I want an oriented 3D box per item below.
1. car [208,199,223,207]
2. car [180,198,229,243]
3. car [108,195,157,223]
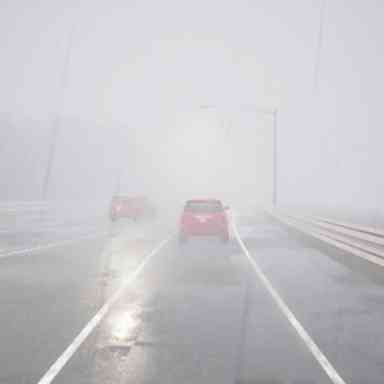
[{"bbox_3d":[4.362,1.982,60.804,1.895,1.301,4.718,0,0,15],"label":"car"},{"bbox_3d":[0.670,1.296,16.618,2.150,2.045,5.566,0,0,4],"label":"car"},{"bbox_3d":[-4.569,1.291,26.303,2.150,2.045,5.566,1,0,15],"label":"car"}]
